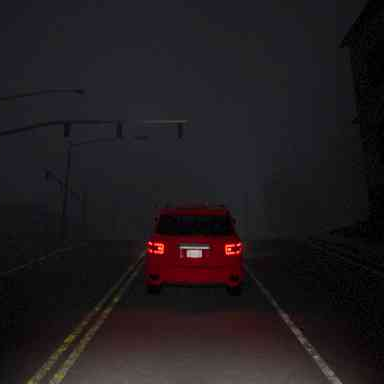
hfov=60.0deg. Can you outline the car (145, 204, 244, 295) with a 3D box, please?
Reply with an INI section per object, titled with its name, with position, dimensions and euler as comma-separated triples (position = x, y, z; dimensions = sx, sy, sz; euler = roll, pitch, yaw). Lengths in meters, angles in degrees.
[car]
position = 0.078, 1.347, 9.242
dimensions = 2.150, 2.045, 5.566
euler = 1, -1, 1
